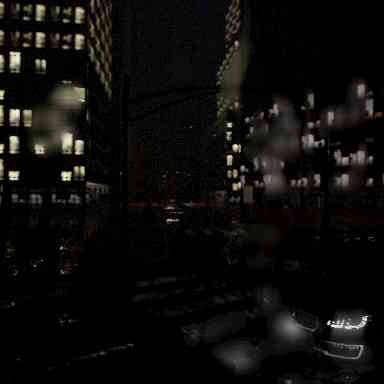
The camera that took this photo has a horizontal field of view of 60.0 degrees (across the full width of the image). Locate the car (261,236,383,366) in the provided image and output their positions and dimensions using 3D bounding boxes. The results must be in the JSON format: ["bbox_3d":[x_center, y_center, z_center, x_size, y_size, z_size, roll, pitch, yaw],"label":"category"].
[{"bbox_3d":[3.329,1.606,5.941,4.892,1.490,1.837,0,-1,-36],"label":"car"}]
